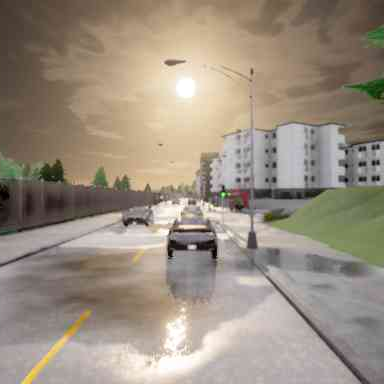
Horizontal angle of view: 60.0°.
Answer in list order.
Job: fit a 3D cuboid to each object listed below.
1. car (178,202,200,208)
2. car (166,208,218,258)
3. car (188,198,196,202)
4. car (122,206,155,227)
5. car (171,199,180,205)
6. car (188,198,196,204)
[{"bbox_3d":[0.012,1.853,27.492,2.033,1.411,5.357,0,-1,0],"label":"car"},{"bbox_3d":[0.020,1.644,13.483,2.128,1.511,4.902,0,0,0],"label":"car"},{"bbox_3d":[0.007,2.252,82.373,2.097,1.767,4.553,0,-1,0],"label":"car"},{"bbox_3d":[-4.005,1.835,25.860,2.033,1.411,5.357,0,-1,0],"label":"car"},{"bbox_3d":[-3.993,2.399,81.612,1.837,1.490,4.892,0,-1,0],"label":"car"},{"bbox_3d":[0.009,2.462,94.069,2.128,1.511,4.902,0,-1,0],"label":"car"}]
